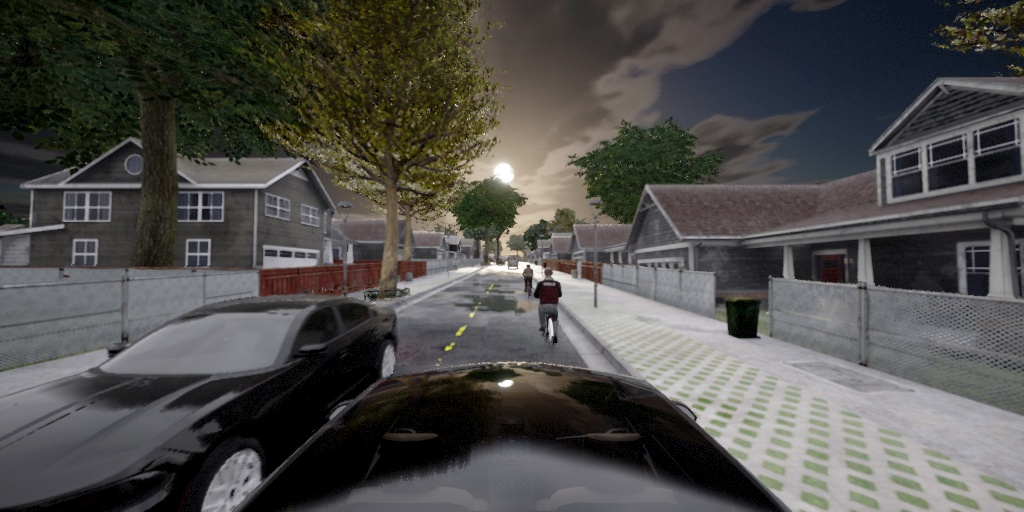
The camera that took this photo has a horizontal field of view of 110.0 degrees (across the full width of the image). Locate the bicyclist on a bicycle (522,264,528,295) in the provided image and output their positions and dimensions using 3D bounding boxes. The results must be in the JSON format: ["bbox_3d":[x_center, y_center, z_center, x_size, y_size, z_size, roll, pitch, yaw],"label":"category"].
[{"bbox_3d":[0.774,1.219,16.942,0.582,1.620,1.656,0,0,0],"label":"bicyclist on a bicycle"}]

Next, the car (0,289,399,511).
[{"bbox_3d":[-2.849,1.229,4.105,1.882,1.535,5.008,0,0,0],"label":"car"}]

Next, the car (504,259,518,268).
[{"bbox_3d":[0.160,1.354,61.880,2.128,1.511,4.902,0,0,0],"label":"car"}]

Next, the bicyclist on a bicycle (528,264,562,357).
[{"bbox_3d":[0.764,1.126,7.706,0.659,1.776,1.843,0,0,0],"label":"bicyclist on a bicycle"}]
